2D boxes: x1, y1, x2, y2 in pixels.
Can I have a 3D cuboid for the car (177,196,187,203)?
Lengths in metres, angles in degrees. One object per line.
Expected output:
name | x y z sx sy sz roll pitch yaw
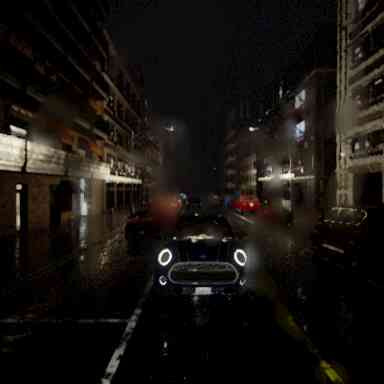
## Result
car | -2.247 1.562 73.400 2.008 1.369 4.403 -1 0 0

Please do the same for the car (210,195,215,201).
car | 5.627 1.454 84.759 1.967 1.590 4.097 -1 0 0

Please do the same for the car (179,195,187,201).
car | -2.251 1.579 84.703 1.947 1.339 4.313 -1 0 0

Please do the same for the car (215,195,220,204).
car | 5.636 1.323 56.437 2.192 1.841 5.009 -1 0 0

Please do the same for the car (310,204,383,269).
car | 5.653 1.316 11.122 2.192 1.841 5.009 -1 0 0

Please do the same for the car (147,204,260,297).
car | 0.257 1.352 8.780 2.097 1.767 4.553 0 0 1

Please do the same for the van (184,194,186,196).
van | -2.241 1.348 50.795 1.690 1.788 3.998 -1 0 0

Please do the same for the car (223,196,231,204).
car | 5.644 1.588 45.108 1.802 1.307 4.206 -1 0 0

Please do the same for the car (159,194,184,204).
car | -2.235 1.319 33.840 2.192 1.841 5.009 -1 0 0

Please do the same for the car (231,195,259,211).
car | 5.645 1.319 33.779 2.192 1.841 5.009 -1 0 0

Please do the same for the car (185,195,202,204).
car | 0.338 1.483 46.585 1.882 1.535 5.008 0 0 0

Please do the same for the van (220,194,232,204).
van | 5.639 1.348 50.772 1.690 1.788 3.998 -1 0 0

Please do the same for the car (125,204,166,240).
car | -2.226 1.546 16.887 1.887 1.381 4.507 -1 0 0

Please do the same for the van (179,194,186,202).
van | -2.252 1.353 79.051 1.690 1.788 3.998 -1 0 0

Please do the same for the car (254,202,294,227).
car | 5.652 1.584 22.451 1.802 1.307 4.206 -1 0 0

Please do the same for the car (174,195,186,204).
car | -2.244 1.449 62.097 1.967 1.590 4.097 -1 0 0

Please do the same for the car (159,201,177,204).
car | -2.228 1.546 22.538 1.887 1.381 4.507 -1 0 0
